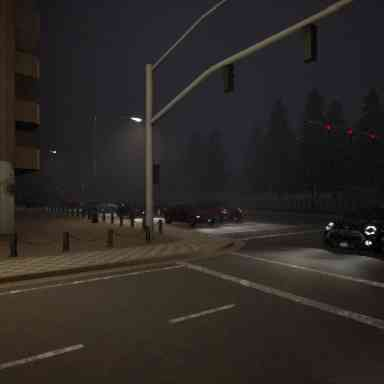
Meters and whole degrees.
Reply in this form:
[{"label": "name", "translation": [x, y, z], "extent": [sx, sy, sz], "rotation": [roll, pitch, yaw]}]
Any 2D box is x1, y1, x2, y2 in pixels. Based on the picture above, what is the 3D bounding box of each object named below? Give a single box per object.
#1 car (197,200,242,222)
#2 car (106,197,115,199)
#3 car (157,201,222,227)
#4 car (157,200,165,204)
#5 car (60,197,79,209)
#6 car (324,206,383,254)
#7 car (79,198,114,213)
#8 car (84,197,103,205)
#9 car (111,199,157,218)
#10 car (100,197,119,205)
[{"label": "car", "translation": [1.895, 1.407, 26.465], "extent": [2.097, 1.767, 4.553], "rotation": [0, 0, -36]}, {"label": "car", "translation": [-9.390, 1.603, 42.141], "extent": [2.033, 1.411, 5.357], "rotation": [0, 0, -35]}, {"label": "car", "translation": [-0.286, 1.581, 23.533], "extent": [1.812, 1.442, 4.674], "rotation": [0, 0, -37]}, {"label": "car", "translation": [-3.342, 1.547, 33.734], "extent": [2.128, 1.511, 4.902], "rotation": [0, 0, -36]}, {"label": "car", "translation": [-17.256, 1.533, 47.131], "extent": [1.882, 1.535, 5.008], "rotation": [0, 0, -35]}, {"label": "car", "translation": [7.419, 1.365, 13.568], "extent": [4.553, 1.767, 2.097], "rotation": [0, 0, -35]}, {"label": "car", "translation": [-11.146, 1.656, 38.586], "extent": [1.895, 1.301, 4.718], "rotation": [0, 0, -36]}, {"label": "car", "translation": [-17.987, 1.656, 60.388], "extent": [1.895, 1.301, 4.718], "rotation": [0, 0, -36]}, {"label": "car", "translation": [-5.403, 1.619, 30.602], "extent": [1.994, 1.385, 4.181], "rotation": [0, 0, -36]}, {"label": "car", "translation": [-15.756, 1.656, 63.252], "extent": [1.895, 1.301, 4.718], "rotation": [0, 0, -36]}]
